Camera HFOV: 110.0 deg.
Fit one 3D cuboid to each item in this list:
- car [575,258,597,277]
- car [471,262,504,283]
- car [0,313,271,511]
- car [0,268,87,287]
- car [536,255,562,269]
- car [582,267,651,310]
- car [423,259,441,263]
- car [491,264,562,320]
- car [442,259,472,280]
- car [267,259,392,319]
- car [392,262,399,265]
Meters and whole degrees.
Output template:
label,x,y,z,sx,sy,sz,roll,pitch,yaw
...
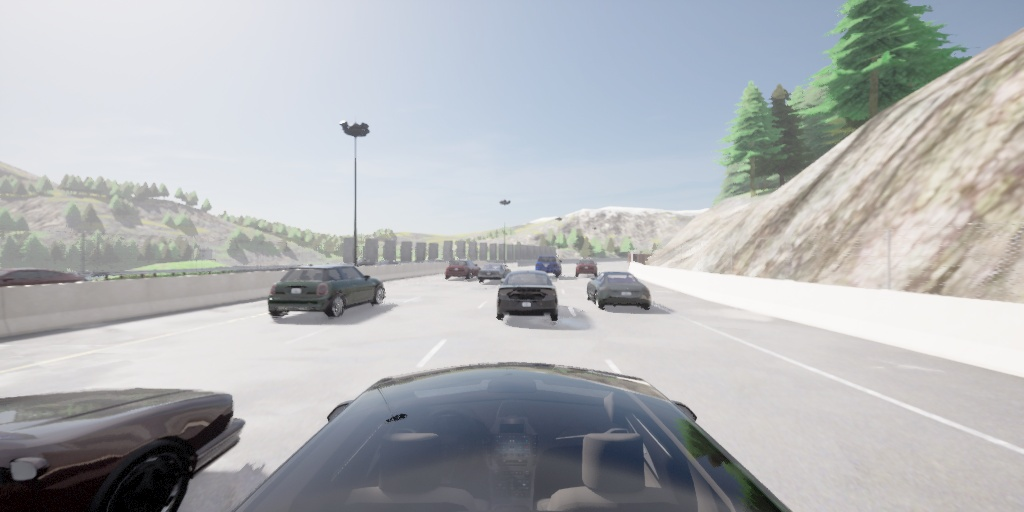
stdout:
label,x,y,z,sx,sy,sz,roll,pitch,yaw
car,7.539,1.110,36.219,2.097,1.767,4.553,0,0,12
car,-1.251,1.286,27.658,2.033,1.411,5.357,0,0,9
car,-3.385,1.289,0.802,2.033,1.411,5.357,0,0,0
car,-20.505,1.219,14.604,1.812,1.442,4.674,0,0,4
car,3.543,0.970,34.430,2.150,2.045,5.566,0,0,11
car,4.269,1.321,14.893,1.994,1.385,4.181,0,0,5
car,-11.043,1.197,49.346,2.128,1.511,4.902,0,0,15
car,0.580,1.226,12.657,1.882,1.535,5.008,0,0,4
car,-4.170,1.082,31.171,2.097,1.767,4.553,0,0,10
car,-6.397,1.082,12.977,2.097,1.767,4.553,0,0,4
car,-17.865,1.253,50.853,1.994,1.385,4.181,0,0,15
